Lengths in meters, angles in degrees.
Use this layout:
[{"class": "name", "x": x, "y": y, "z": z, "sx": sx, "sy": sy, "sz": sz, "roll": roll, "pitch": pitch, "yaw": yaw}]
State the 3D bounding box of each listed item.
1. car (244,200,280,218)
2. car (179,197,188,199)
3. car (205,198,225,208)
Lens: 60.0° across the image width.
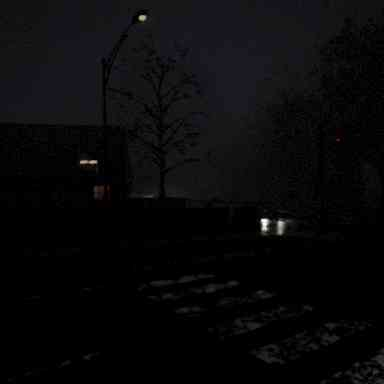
[{"class": "car", "x": 6.695, "y": 1.613, "z": 32.464, "sx": 1.882, "sy": 1.535, "sz": 5.008, "roll": -1, "pitch": 1, "yaw": -15}, {"class": "car", "x": -1.638, "y": 1.602, "z": 64.443, "sx": 1.895, "sy": 1.301, "sz": 4.718, "roll": -1, "pitch": 0, "yaw": -15}, {"class": "car", "x": 3.225, "y": 1.586, "z": 45.644, "sx": 1.837, "sy": 1.490, "sz": 4.892, "roll": -1, "pitch": 0, "yaw": -15}]
